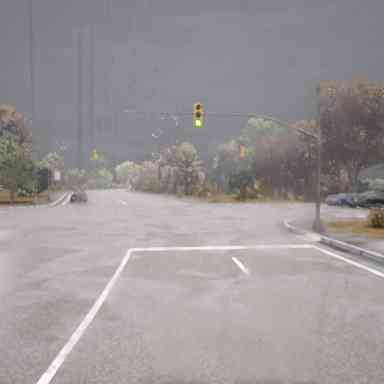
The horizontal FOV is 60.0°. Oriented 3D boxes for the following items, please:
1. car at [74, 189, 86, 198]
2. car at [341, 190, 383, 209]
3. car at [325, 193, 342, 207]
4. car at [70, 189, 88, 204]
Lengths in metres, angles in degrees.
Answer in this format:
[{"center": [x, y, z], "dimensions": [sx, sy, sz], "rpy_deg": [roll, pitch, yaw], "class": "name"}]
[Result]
[{"center": [-19.740, 0.213, 58.672], "dimensions": [1.994, 1.385, 4.181], "rpy_deg": [-1, 2, -19], "class": "car"}, {"center": [19.371, 0.851, 35.576], "dimensions": [5.566, 2.045, 2.150], "rpy_deg": [2, 1, -16], "class": "car"}, {"center": [17.833, 0.872, 38.779], "dimensions": [4.553, 1.767, 2.097], "rpy_deg": [2, 1, -16], "class": "car"}, {"center": [-14.036, 0.670, 41.379], "dimensions": [1.994, 1.385, 4.181], "rpy_deg": [0, 2, -17], "class": "car"}]
